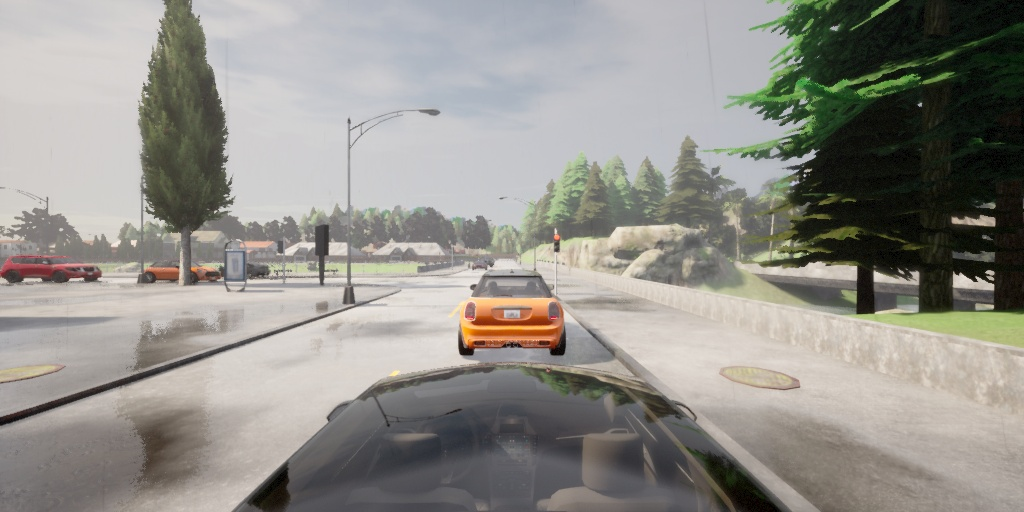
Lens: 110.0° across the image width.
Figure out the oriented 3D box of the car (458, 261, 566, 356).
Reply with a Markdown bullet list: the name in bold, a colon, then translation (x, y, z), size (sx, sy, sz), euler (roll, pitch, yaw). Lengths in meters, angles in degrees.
- **car**: translation (-0.001, 1.102, 8.805), size (2.097, 1.767, 4.553), euler (0, 0, 0)

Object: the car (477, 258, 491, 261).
- **car**: translation (-4.541, 1.314, 51.212), size (1.994, 1.385, 4.181), euler (0, 0, 0)

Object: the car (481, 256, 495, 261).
- **car**: translation (-4.617, 0.971, 64.180), size (2.150, 2.045, 5.566), euler (0, 0, 1)

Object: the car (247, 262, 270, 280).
- **car**: translation (-23.817, 1.255, 31.189), size (4.892, 1.490, 1.837), euler (0, 0, 0)

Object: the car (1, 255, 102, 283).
- **car**: translation (-34.415, 0.968, 26.891), size (5.566, 2.045, 2.150), euler (0, 0, -1)

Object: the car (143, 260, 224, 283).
- **car**: translation (-24.712, 1.102, 26.987), size (4.553, 1.767, 2.097), euler (0, 0, -1)
